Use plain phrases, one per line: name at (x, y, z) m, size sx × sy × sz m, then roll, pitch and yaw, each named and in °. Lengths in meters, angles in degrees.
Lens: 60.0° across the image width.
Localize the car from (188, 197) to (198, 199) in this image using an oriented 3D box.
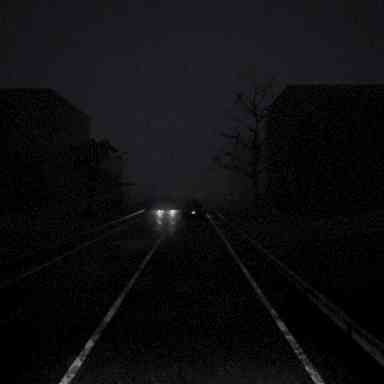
car at (0.126, 1.434, 42.919) m, size 1.837 × 1.490 × 4.892 m, roll 0°, pitch 0°, yaw 0°

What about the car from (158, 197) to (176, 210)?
car at (-3.063, 1.433, 41.038) m, size 1.837 × 1.490 × 4.892 m, roll 0°, pitch 0°, yaw 0°

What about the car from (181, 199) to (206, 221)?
car at (0.116, 1.519, 26.973) m, size 1.994 × 1.385 × 4.181 m, roll 0°, pitch 0°, yaw 0°
